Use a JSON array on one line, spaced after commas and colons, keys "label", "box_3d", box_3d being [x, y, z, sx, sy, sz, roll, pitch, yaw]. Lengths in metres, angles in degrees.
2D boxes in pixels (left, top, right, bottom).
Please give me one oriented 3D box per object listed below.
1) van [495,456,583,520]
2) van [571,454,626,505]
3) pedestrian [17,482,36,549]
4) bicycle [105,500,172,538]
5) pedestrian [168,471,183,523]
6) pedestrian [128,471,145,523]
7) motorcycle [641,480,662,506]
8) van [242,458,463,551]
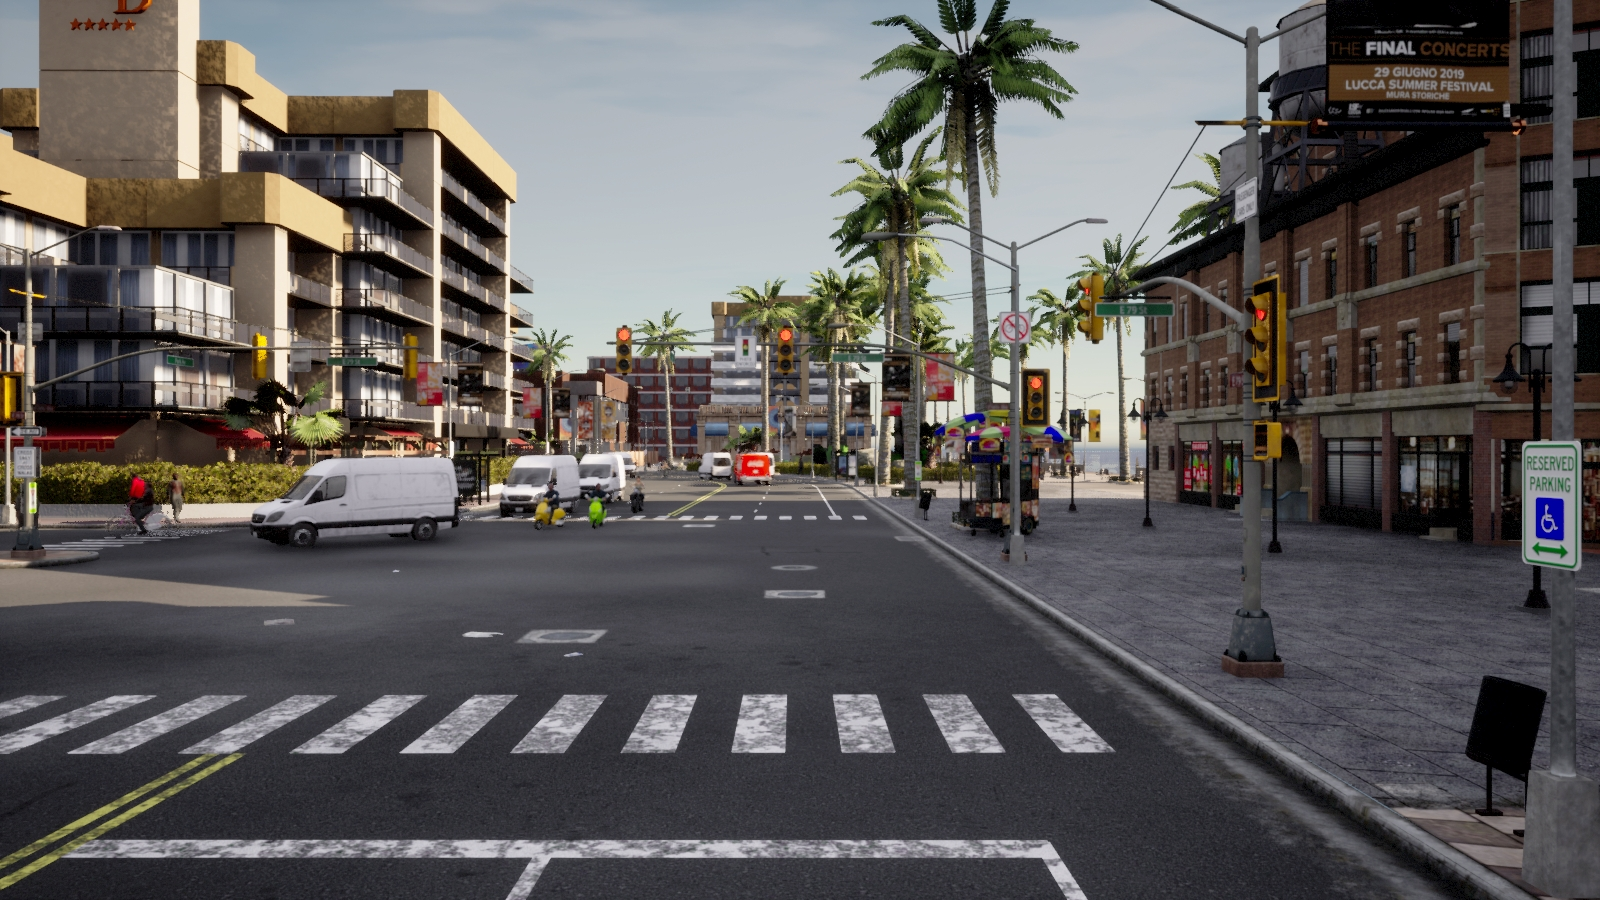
[{"label": "van", "box_3d": [-11.083, 1.534, 48.940, 1.988, 2.561, 5.915, 0, 0, 5]}, {"label": "van", "box_3d": [-10.830, 1.534, 61.900, 1.988, 2.561, 5.915, 0, 0, 0]}, {"label": "pedestrian", "box_3d": [-21.928, 1.848, 32.378, 0.375, 1.860, 0.375, 0, 0, -22]}, {"label": "bicycle", "box_3d": [-21.164, 2.210, 36.568, 1.835, 1.171, 0.329, 0, -2, -16]}, {"label": "pedestrian", "box_3d": [-22.619, 1.696, 41.379, 0.375, 1.860, 0.375, 0, 0, 45]}, {"label": "pedestrian", "box_3d": [-23.935, 1.696, 41.240, 0.375, 1.860, 0.375, 0, 0, 13]}, {"label": "motorcycle", "box_3d": [-7.516, 2.182, 57.912, 0.856, 1.236, 1.805, 0, 0, 0]}, {"label": "van", "box_3d": [-13.425, 1.534, 34.630, 5.915, 2.561, 1.988, 0, 0, -44]}]
